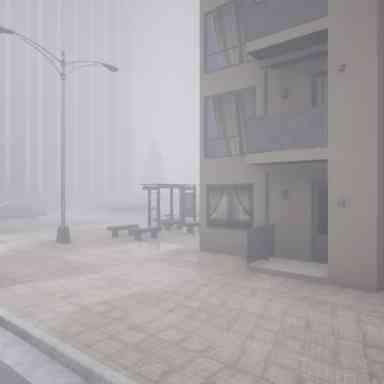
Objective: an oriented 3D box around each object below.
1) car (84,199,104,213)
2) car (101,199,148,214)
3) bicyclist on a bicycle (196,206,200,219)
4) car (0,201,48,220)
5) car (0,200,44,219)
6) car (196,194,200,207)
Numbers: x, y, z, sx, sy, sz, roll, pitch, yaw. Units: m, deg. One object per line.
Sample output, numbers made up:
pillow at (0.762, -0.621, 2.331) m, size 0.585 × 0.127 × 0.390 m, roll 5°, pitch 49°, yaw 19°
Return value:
car at (-9.880, 1.548, 37.863) m, size 2.128 × 1.511 × 4.902 m, roll 0°, pitch 0°, yaw 40°
car at (-6.978, 1.656, 35.878) m, size 1.895 × 1.301 × 4.718 m, roll 0°, pitch 0°, yaw 40°
bicyclist on a bicycle at (0.940, 1.356, 26.674) m, size 1.656 × 1.620 × 0.582 m, roll 0°, pitch 0°, yaw 40°
car at (-14.554, 1.603, 26.819) m, size 2.033 × 1.411 × 5.357 m, roll 0°, pitch 0°, yaw 40°
car at (-16.269, 1.560, 30.228) m, size 1.837 × 1.490 × 4.892 m, roll 0°, pitch 0°, yaw 40°
car at (1.419, 1.284, 51.235) m, size 2.150 × 2.045 × 5.566 m, roll 0°, pitch 0°, yaw 40°
